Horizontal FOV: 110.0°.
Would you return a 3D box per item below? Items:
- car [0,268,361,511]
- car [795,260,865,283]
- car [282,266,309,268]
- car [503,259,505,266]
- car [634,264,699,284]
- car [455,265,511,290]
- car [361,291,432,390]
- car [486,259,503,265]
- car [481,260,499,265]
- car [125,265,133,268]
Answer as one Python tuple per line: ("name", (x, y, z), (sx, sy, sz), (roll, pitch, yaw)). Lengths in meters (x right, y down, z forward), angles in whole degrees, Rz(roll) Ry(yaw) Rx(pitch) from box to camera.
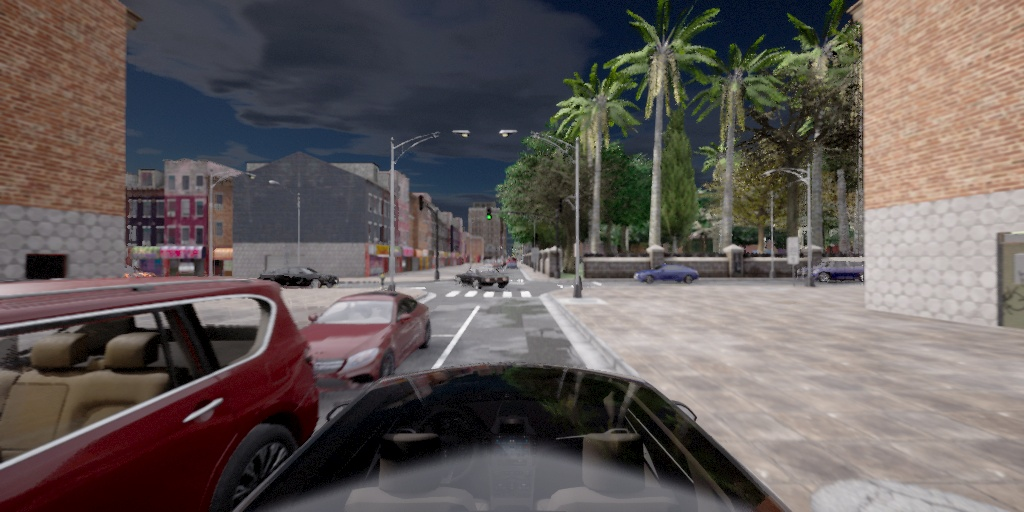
("car", (-2.637, 1.062, 1.093), (2.192, 1.841, 5.009), (0, 0, 0))
("car", (24.341, 1.123, 27.315), (4.553, 1.767, 2.097), (0, 0, 0))
("car", (-14.390, 1.432, 24.333), (5.008, 1.535, 1.882), (0, 0, 1))
("car", (-2.645, 1.626, 60.336), (2.007, 1.370, 4.403), (0, 0, 0))
("car", (11.722, 1.346, 27.322), (4.674, 1.442, 1.812), (0, 0, 1))
("car", (-2.118, 1.475, 23.721), (1.895, 1.301, 4.718), (0, 0, -30))
("car", (-2.637, 1.359, 6.704), (1.802, 1.307, 4.207), (0, 0, 0))
("car", (-2.651, 1.301, 44.526), (2.192, 1.841, 5.009), (0, 0, 0))
("car", (-2.648, 1.482, 39.088), (1.751, 1.417, 4.829), (0, 0, 0))
("car", (-26.758, 1.403, 24.330), (4.553, 1.767, 2.097), (-1, 0, 0))
